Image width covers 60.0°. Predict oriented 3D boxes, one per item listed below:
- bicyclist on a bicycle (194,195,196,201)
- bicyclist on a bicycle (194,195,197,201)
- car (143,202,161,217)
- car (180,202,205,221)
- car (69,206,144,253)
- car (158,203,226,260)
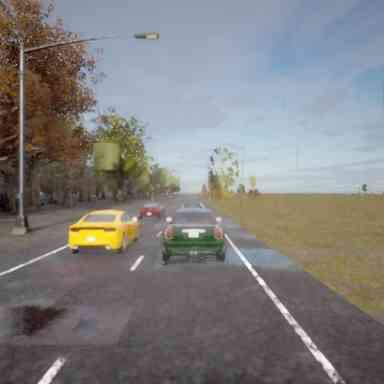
[{"bbox_3d":[0.962,1.658,94.510,0.582,1.620,1.656,0,0,0],"label":"bicyclist on a bicycle"},{"bbox_3d":[0.957,1.625,85.508,0.866,1.612,1.509,0,0,0],"label":"bicyclist on a bicycle"},{"bbox_3d":[-3.423,1.587,28.975,1.812,1.442,4.674,0,0,0],"label":"car"},{"bbox_3d":[0.074,1.625,28.497,1.994,1.385,4.181,0,0,0],"label":"car"},{"bbox_3d":[-3.426,1.508,13.823,1.882,1.535,5.008,0,-1,1],"label":"car"},{"bbox_3d":[0.068,1.378,12.623,2.097,1.767,4.553,0,0,0],"label":"car"}]
